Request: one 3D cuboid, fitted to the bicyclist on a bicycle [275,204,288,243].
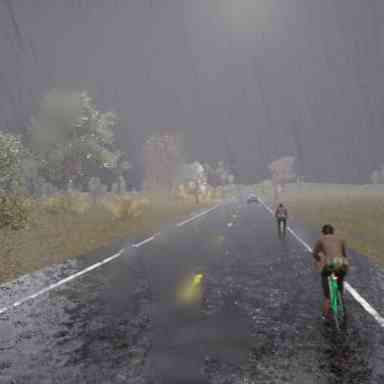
[{"bbox_3d":[3.903,1.334,14.459,0.582,1.620,1.656,-2,0,10],"label":"bicyclist on a bicycle"}]

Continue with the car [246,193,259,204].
[{"bbox_3d":[10.432,1.175,57.107,1.837,1.490,4.892,-2,0,10],"label":"car"}]

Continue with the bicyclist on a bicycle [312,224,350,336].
[{"bbox_3d":[2.334,1.383,5.578,0.582,1.620,1.656,-2,0,10],"label":"bicyclist on a bicycle"}]

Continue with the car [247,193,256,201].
[{"bbox_3d":[13.030,1.084,72.686,1.837,1.490,4.892,-2,0,10],"label":"car"}]
